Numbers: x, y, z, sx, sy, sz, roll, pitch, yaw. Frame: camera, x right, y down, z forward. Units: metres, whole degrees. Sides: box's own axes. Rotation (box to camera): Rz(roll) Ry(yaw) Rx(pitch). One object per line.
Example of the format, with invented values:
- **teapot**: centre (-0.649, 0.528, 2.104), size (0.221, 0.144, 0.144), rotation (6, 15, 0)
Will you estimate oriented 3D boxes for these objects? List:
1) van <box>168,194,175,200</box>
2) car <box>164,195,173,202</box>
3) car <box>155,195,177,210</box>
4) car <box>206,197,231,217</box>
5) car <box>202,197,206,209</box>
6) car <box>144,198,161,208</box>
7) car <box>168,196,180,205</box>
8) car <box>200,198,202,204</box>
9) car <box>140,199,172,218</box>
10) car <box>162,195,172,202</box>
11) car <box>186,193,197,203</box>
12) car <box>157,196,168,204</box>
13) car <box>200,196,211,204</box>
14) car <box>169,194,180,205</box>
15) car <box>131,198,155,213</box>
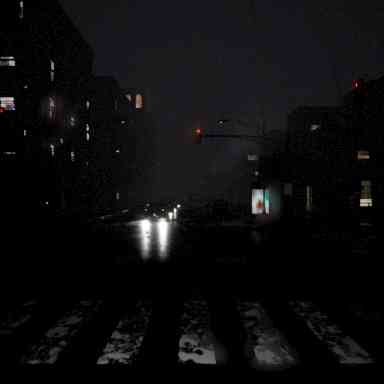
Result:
- **van**: centre (-5.858, 1.430, 94.489), size (1.690, 1.788, 3.998), rotation (-1, 0, 0)
- **car**: centre (-5.836, 1.592, 82.925), size (1.752, 1.417, 4.829), rotation (-1, 0, 0)
- **car**: centre (-3.164, 1.489, 39.563), size (1.882, 1.535, 5.008), rotation (0, 0, 0)
- **car**: centre (2.630, 1.446, 31.852), size (1.967, 1.590, 4.097), rotation (0, 0, 0)
- **car**: centre (2.612, 1.597, 43.246), size (1.802, 1.307, 4.206), rotation (0, 0, 0)
- **car**: centre (-5.778, 1.571, 48.916), size (2.008, 1.369, 4.403), rotation (0, 0, 0)
- **car**: centre (-3.144, 1.511, 60.578), size (1.882, 1.535, 5.008), rotation (0, 0, 0)
- **car**: centre (2.602, 1.571, 48.943), size (2.008, 1.369, 4.403), rotation (0, 0, 0)
- **car**: centre (-3.149, 1.605, 30.134), size (1.895, 1.301, 4.718), rotation (0, 0, 0)
- **car**: centre (-5.828, 1.497, 77.398), size (1.967, 1.590, 4.097), rotation (0, 0, 0)
- **car**: centre (-0.029, 1.269, 70.661), size (2.150, 2.045, 5.566), rotation (0, 0, 0)
- **car**: centre (-5.807, 1.565, 65.836), size (1.752, 1.417, 4.829), rotation (0, 0, 0)
- **car**: centre (2.573, 1.591, 66.033), size (2.008, 1.369, 4.403), rotation (-1, 0, 0)
- **car**: centre (-3.176, 1.526, 49.970), size (1.837, 1.490, 4.892), rotation (0, 0, 0)
- **car**: centre (-5.759, 1.561, 37.523), size (2.008, 1.369, 4.403), rotation (0, 0, 0)
